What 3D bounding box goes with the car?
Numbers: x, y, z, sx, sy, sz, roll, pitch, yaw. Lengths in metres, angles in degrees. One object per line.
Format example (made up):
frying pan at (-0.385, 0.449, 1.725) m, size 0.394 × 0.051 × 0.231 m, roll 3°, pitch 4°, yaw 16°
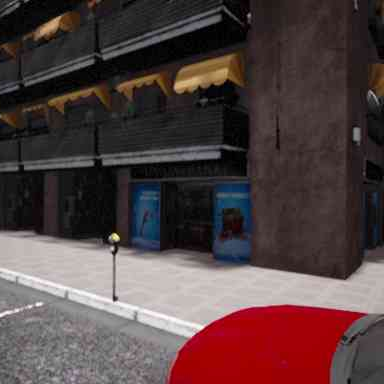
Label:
car at (2.050, 1.322, 1.417) m, size 5.009 × 1.841 × 2.192 m, roll 1°, pitch 0°, yaw 35°
